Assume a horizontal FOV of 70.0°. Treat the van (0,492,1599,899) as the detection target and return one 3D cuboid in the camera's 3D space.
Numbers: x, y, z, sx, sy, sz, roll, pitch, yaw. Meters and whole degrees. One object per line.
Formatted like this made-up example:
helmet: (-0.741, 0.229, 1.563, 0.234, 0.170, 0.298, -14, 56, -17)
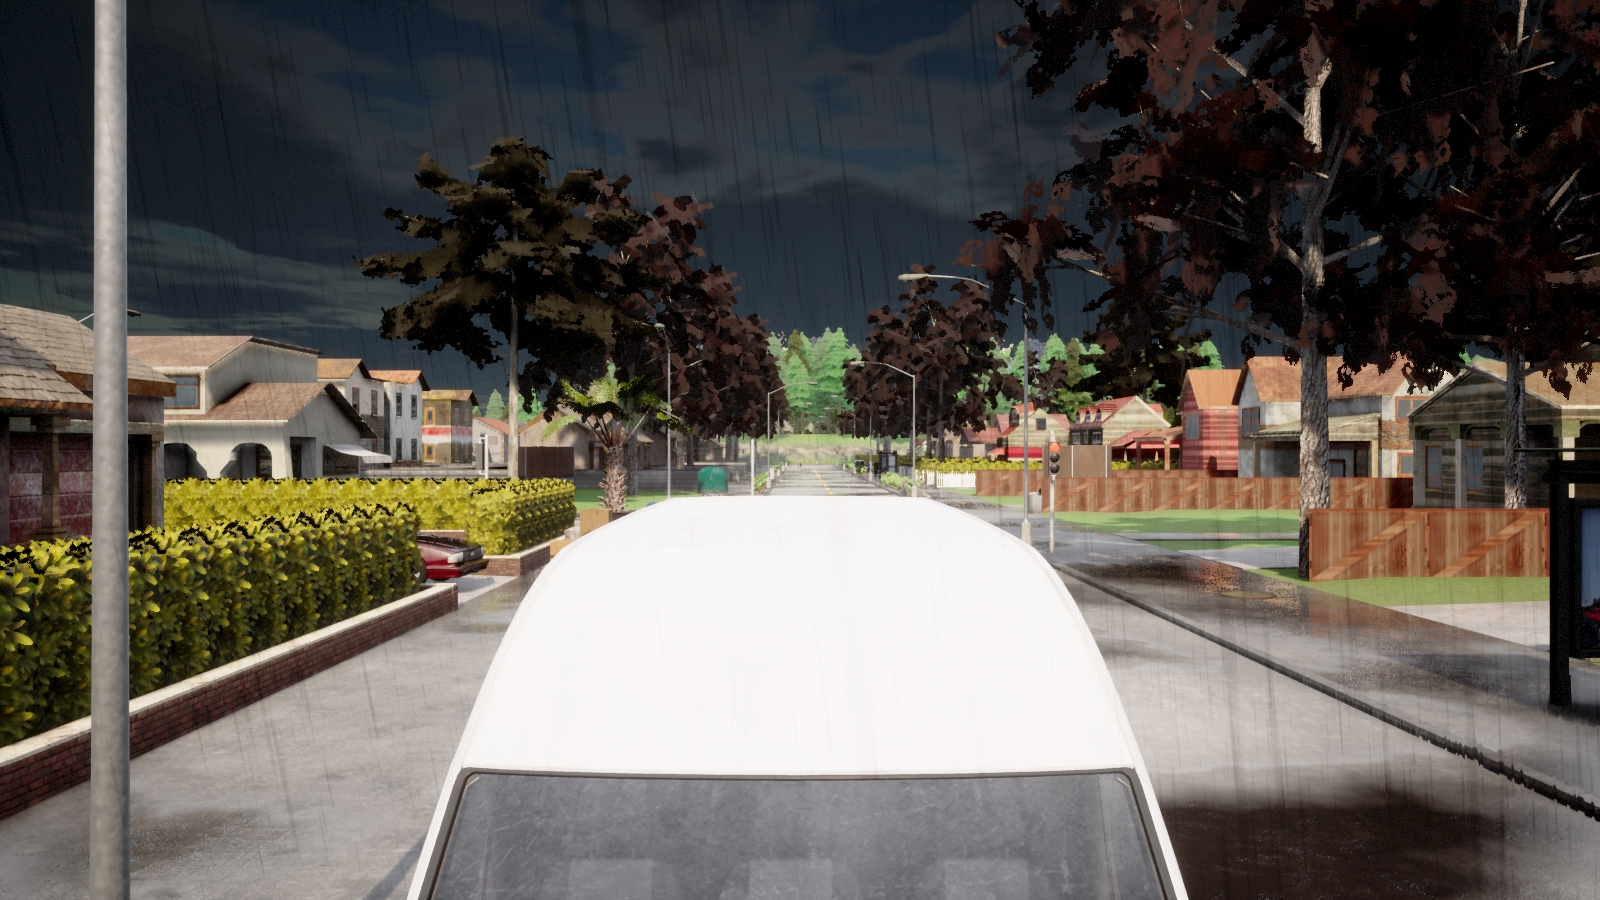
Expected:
van: (0.002, 1.537, 4.030, 1.988, 2.561, 5.915, 0, 0, 0)
